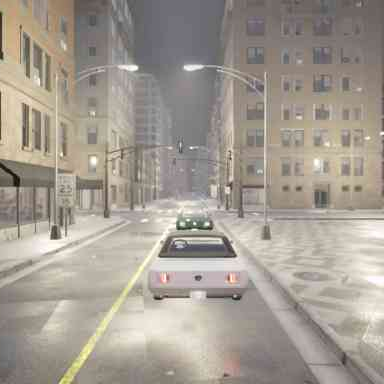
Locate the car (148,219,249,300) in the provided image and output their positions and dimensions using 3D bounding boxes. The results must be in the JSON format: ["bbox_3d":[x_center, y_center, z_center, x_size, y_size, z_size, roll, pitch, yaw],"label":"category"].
[{"bbox_3d":[0.116,1.600,8.316,1.895,1.301,4.718,0,0,0],"label":"car"}]

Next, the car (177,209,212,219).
[{"bbox_3d":[0.134,1.599,18.551,1.895,1.301,4.718,0,0,0],"label":"car"}]
